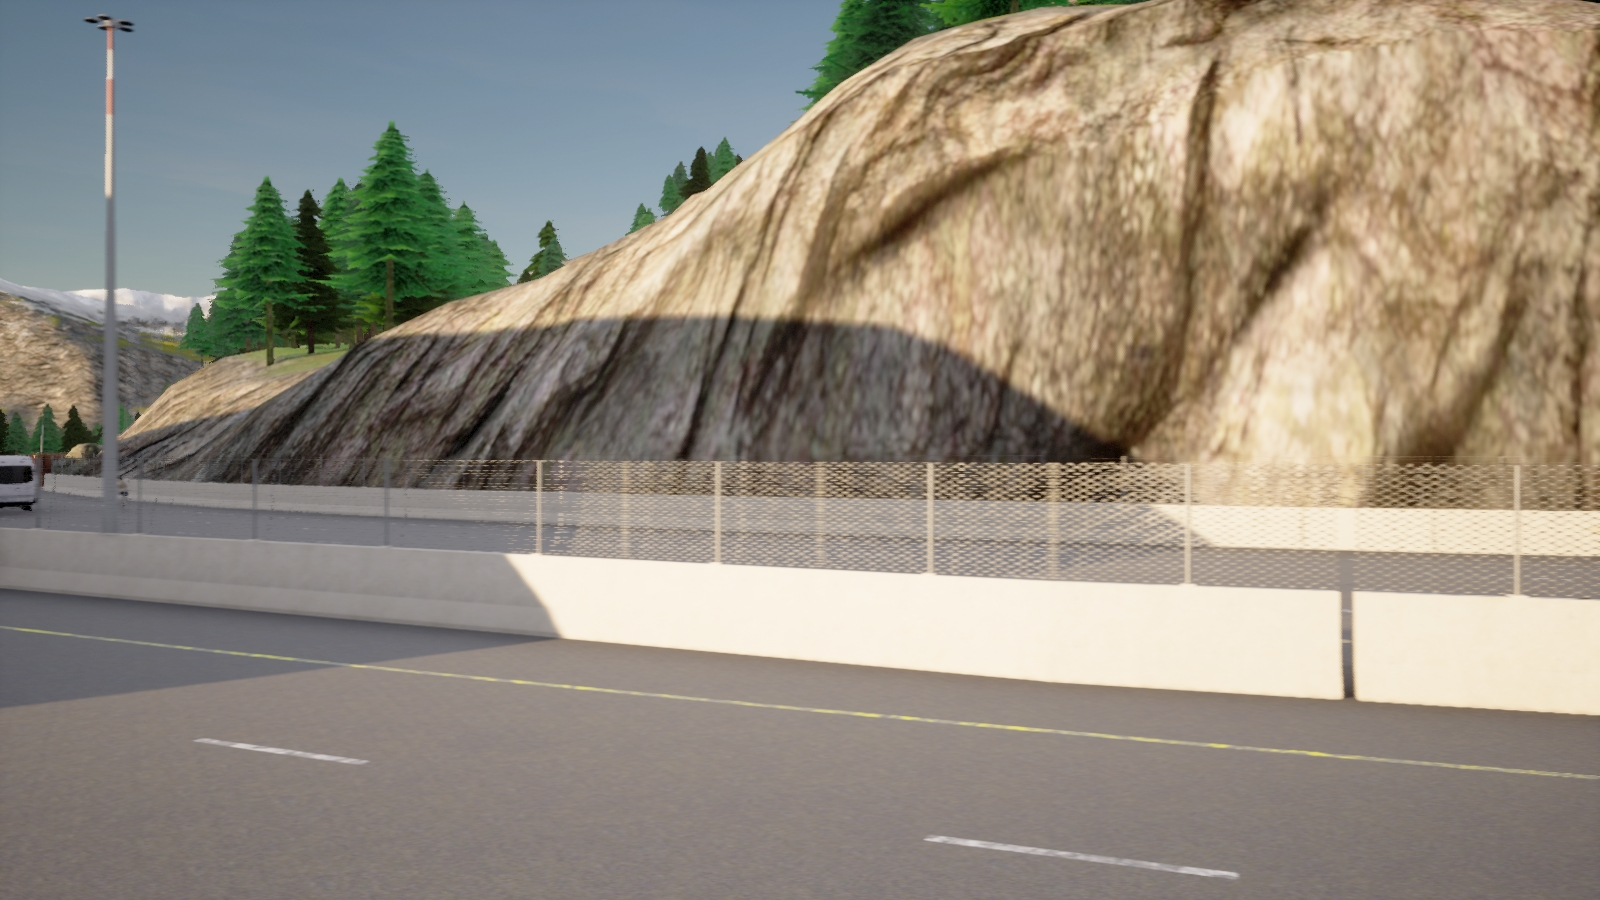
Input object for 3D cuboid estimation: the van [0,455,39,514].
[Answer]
[{"bbox_3d":[-37.457,1.551,53.010,5.915,2.561,1.988,0,0,40],"label":"van"}]
